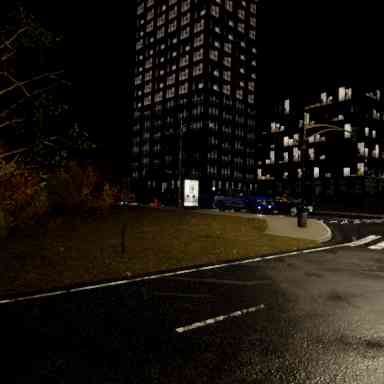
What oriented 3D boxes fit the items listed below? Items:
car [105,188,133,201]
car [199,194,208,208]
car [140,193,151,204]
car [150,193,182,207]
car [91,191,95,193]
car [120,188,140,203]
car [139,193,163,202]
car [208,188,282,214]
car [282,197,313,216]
[{"bbox_3d":[-12.739,0.348,57.716,2.150,2.045,5.566,3,-1,-42],"label":"car"},{"bbox_3d":[2.002,0.966,35.488,1.882,1.535,5.008,3,-1,-40],"label":"car"},{"bbox_3d":[-5.959,0.865,44.872,1.895,1.301,4.718,3,-1,-41],"label":"car"},{"bbox_3d":[-2.003,0.929,35.207,1.895,1.301,4.718,3,-1,-40],"label":"car"},{"bbox_3d":[-20.235,0.474,65.835,2.033,1.411,5.357,3,-1,-43],"label":"car"},{"bbox_3d":[-9.316,0.475,43.796,2.097,1.767,4.553,3,-1,-41],"label":"car"},{"bbox_3d":[-6.893,0.904,55.989,1.994,1.385,4.181,3,-1,-41],"label":"car"},{"bbox_3d":[4.234,0.728,27.684,2.150,2.045,5.566,3,-1,-39],"label":"car"},{"bbox_3d":[7.899,1.149,28.315,2.128,1.511,4.902,3,-1,-40],"label":"car"}]
